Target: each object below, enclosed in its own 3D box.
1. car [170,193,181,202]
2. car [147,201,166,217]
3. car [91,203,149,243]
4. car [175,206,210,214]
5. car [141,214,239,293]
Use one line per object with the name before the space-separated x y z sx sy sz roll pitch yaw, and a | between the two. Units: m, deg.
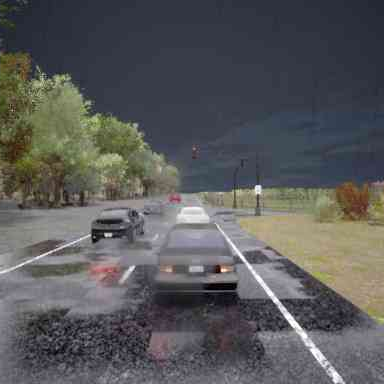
car | -3.672 1.220 74.857 2.150 2.045 5.566 0 0 0
car | -3.474 1.551 31.122 2.033 1.411 5.357 0 0 0
car | -3.438 1.507 16.057 1.837 1.490 4.892 0 0 0
car | 0.042 1.528 18.570 1.812 1.442 4.674 0 0 0
car | 0.079 1.549 8.986 2.033 1.411 5.357 0 0 0
